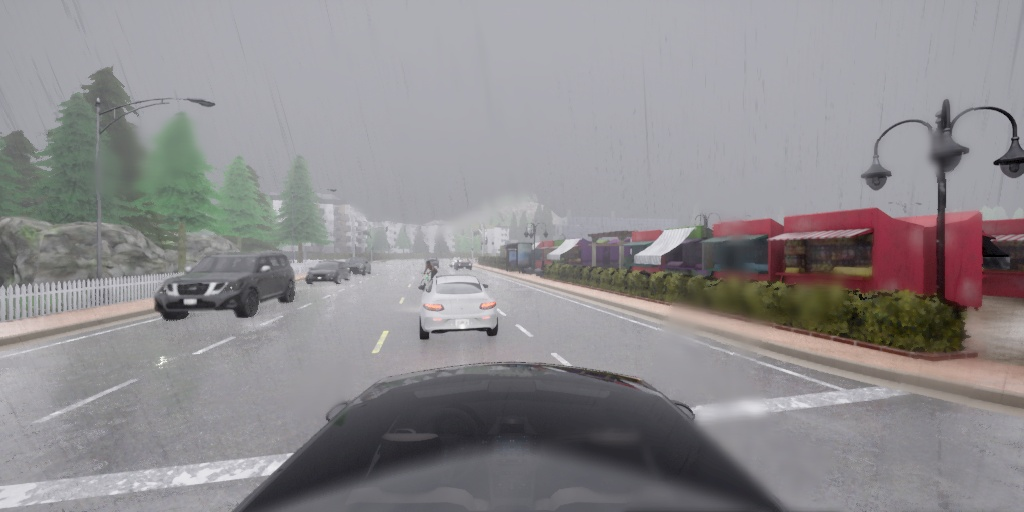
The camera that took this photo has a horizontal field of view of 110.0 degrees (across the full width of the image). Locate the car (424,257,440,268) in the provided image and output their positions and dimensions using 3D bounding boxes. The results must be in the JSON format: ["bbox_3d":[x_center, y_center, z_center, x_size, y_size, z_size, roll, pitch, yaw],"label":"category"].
[{"bbox_3d":[-11.309,0.900,50.810,1.837,1.490,4.892,0,0,-13],"label":"car"}]

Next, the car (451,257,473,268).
[{"bbox_3d":[-6.014,1.049,43.798,1.895,1.301,4.718,0,0,-13],"label":"car"}]

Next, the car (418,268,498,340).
[{"bbox_3d":[-1.560,1.225,9.848,1.812,1.442,4.674,0,0,-13],"label":"car"}]

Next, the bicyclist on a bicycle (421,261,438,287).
[{"bbox_3d":[-4.483,1.079,19.671,0.582,1.620,1.656,0,1,24],"label":"bicyclist on a bicycle"}]

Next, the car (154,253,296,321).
[{"bbox_3d":[-9.560,0.899,12.624,2.150,2.045,5.566,0,0,-14],"label":"car"}]

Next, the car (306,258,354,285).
[{"bbox_3d":[-12.346,1.097,24.297,1.837,1.490,4.892,0,0,-13],"label":"car"}]

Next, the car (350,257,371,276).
[{"bbox_3d":[-14.487,0.875,33.320,2.097,1.767,4.553,0,0,-13],"label":"car"}]
